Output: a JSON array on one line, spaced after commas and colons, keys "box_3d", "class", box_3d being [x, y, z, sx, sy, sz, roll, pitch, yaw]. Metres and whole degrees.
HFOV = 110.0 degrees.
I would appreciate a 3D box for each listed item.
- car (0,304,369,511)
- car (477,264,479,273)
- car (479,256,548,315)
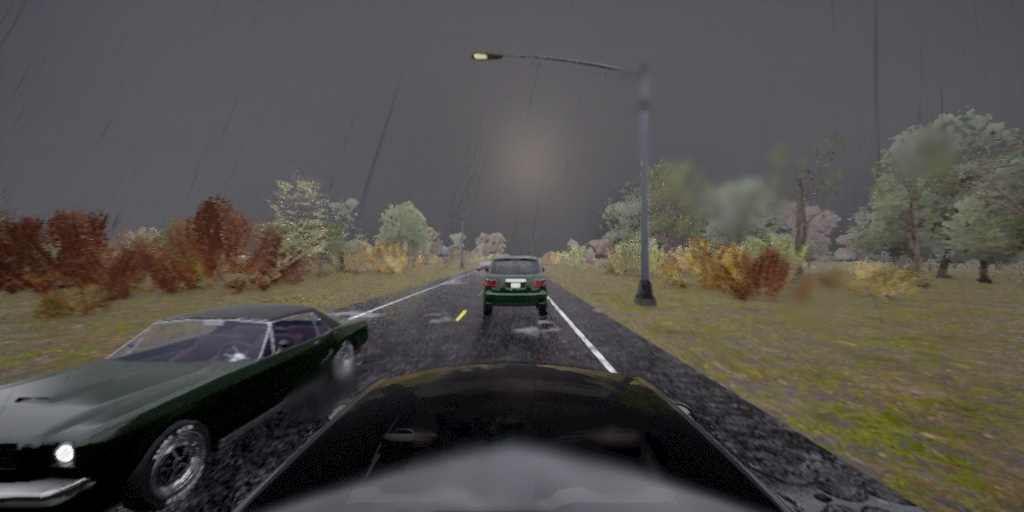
[{"box_3d": [-3.595, 1.360, 4.446, 1.895, 1.301, 4.718, 0, 0, 0], "class": "car"}, {"box_3d": [-3.365, 1.379, 45.891, 1.882, 1.535, 5.008, 0, 0, 1], "class": "car"}, {"box_3d": [0.121, 1.014, 13.943, 2.150, 2.045, 5.566, 0, 0, 0], "class": "car"}]
